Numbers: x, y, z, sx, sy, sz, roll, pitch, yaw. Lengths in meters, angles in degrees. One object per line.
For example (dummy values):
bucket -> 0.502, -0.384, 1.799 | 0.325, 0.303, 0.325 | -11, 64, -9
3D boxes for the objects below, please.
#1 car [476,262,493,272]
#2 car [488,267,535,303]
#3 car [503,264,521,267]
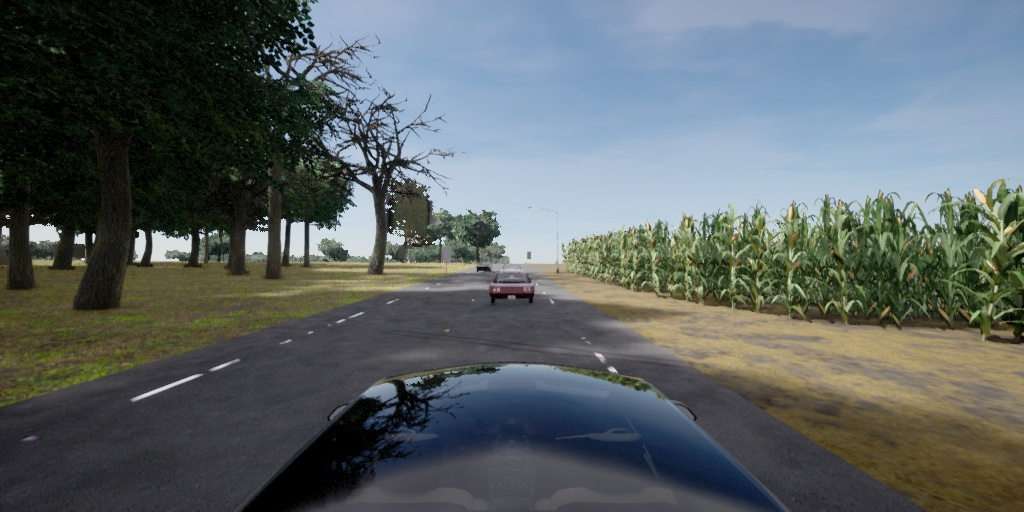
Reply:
car -> -3.501, 1.402, 45.435 | 1.895, 1.301, 4.718 | 0, 0, 0
car -> 0.000, 1.372, 16.543 | 1.895, 1.301, 4.718 | 0, 0, 0
car -> 0.000, 1.372, 31.557 | 1.895, 1.301, 4.718 | 0, 0, 0
